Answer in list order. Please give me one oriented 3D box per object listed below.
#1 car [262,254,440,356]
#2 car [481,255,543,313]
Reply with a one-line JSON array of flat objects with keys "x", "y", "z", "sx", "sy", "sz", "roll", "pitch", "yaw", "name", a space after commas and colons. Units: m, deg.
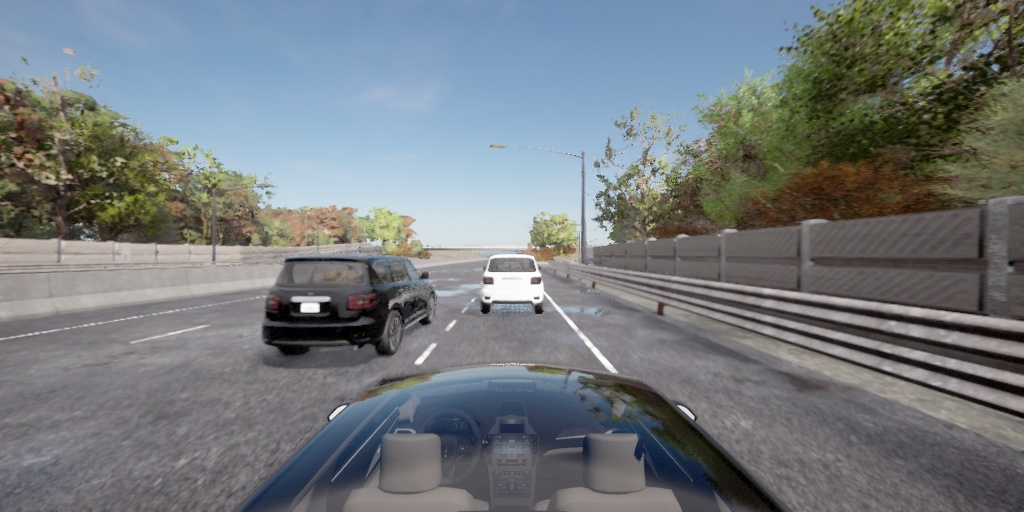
[{"x": -3.401, "y": 0.970, "z": 8.727, "sx": 2.150, "sy": 2.045, "sz": 5.566, "roll": 0, "pitch": 0, "yaw": 0, "name": "car"}, {"x": 0.002, "y": 0.971, "z": 14.177, "sx": 2.150, "sy": 2.045, "sz": 5.566, "roll": 0, "pitch": 0, "yaw": 0, "name": "car"}]
